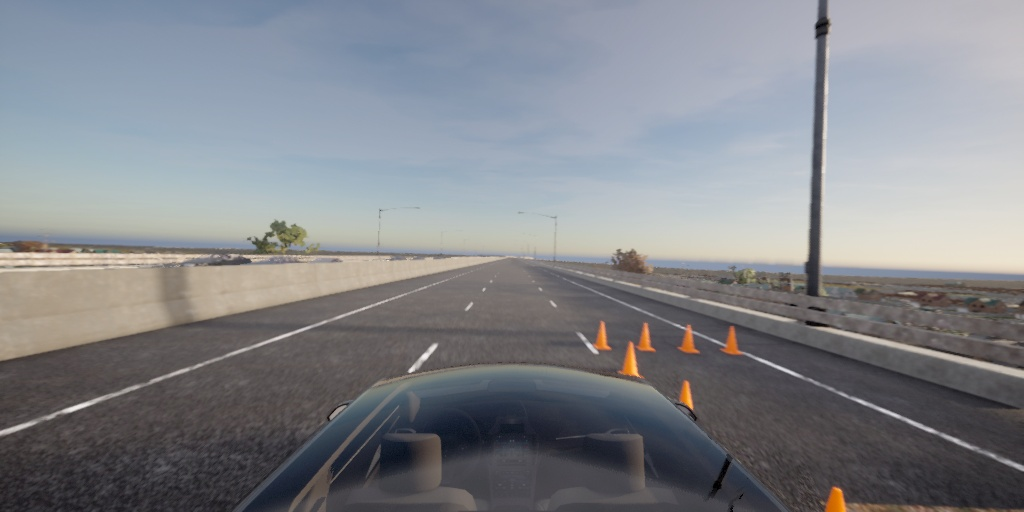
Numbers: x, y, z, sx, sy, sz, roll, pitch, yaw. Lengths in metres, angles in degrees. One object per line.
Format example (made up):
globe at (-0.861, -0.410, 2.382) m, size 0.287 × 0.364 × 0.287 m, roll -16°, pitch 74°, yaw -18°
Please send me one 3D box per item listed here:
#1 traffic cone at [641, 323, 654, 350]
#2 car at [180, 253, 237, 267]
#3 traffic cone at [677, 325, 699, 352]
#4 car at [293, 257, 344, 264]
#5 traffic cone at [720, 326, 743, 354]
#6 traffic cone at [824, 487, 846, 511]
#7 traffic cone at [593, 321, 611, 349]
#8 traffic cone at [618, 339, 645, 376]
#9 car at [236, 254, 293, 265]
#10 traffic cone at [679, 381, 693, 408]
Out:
traffic cone at (3.069, 1.847, 8.298) m, size 0.340 × 0.580 × 0.340 m, roll 0°, pitch 0°, yaw 0°
car at (-20.963, 0.529, 25.679) m, size 2.128 × 1.511 × 4.902 m, roll 2°, pitch 0°, yaw 0°
traffic cone at (4.068, 1.885, 8.297) m, size 0.340 × 0.580 × 0.340 m, roll 0°, pitch 0°, yaw 0°
car at (-13.958, 0.835, 27.013) m, size 1.812 × 1.442 × 4.674 m, roll 2°, pitch 0°, yaw 0°
traffic cone at (5.067, 1.923, 8.296) m, size 0.340 × 0.580 × 0.340 m, roll 0°, pitch 0°, yaw 0°
traffic cone at (2.064, 1.786, 2.299) m, size 0.340 × 0.580 × 0.340 m, roll 0°, pitch 0°, yaw 0°
traffic cone at (2.069, 1.809, 8.299) m, size 0.340 × 0.580 × 0.340 m, roll 0°, pitch 0°, yaw 0°
traffic cone at (2.067, 1.801, 6.299) m, size 0.340 × 0.580 × 0.340 m, roll 0°, pitch 0°, yaw 0°
car at (-17.461, 0.723, 26.907) m, size 2.033 × 1.411 × 5.357 m, roll 2°, pitch 0°, yaw 0°
traffic cone at (2.066, 1.794, 4.299) m, size 0.340 × 0.580 × 0.340 m, roll 0°, pitch 0°, yaw 0°
